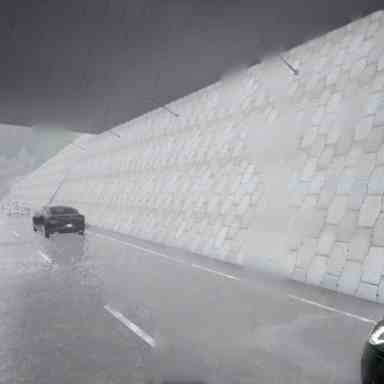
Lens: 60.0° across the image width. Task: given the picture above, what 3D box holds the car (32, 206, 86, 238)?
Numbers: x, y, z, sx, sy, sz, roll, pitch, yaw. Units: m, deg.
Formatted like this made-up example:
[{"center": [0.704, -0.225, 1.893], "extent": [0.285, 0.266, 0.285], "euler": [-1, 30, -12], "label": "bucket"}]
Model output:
[{"center": [-7.291, 1.477, 17.988], "extent": [1.882, 1.535, 5.008], "euler": [0, 0, -35], "label": "car"}]

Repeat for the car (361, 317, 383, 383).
[{"center": [3.610, 1.352, 2.117], "extent": [2.097, 1.767, 4.553], "euler": [0, 0, -34], "label": "car"}]
